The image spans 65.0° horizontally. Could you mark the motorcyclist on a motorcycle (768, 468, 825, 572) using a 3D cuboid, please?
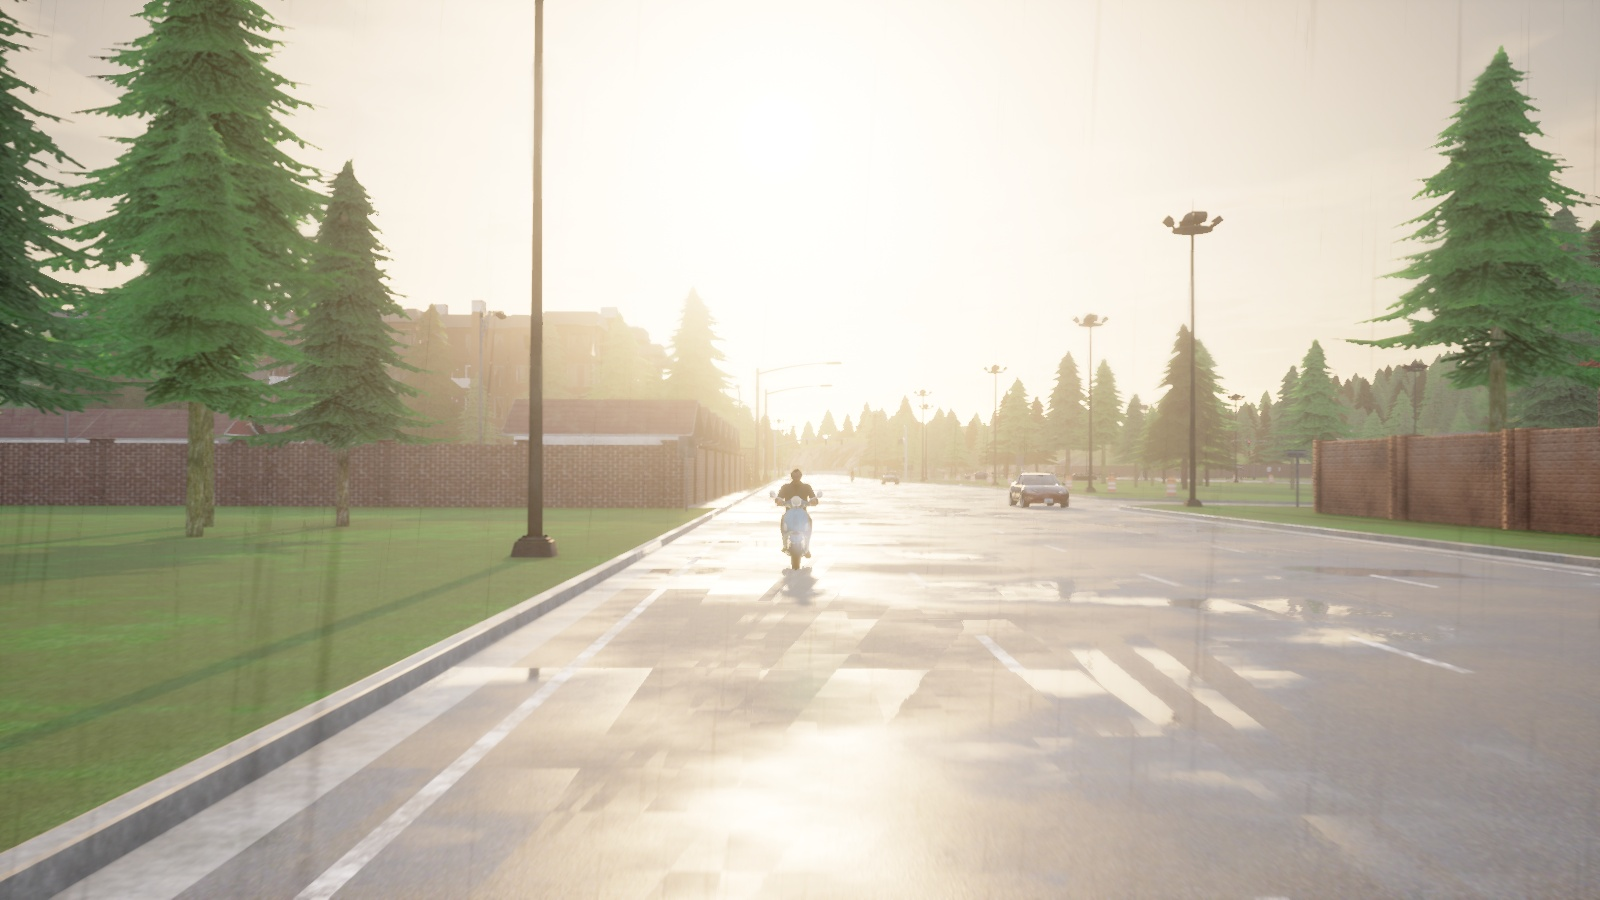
[{"bbox_3d":[-0.054,1.091,20.225,0.866,1.590,1.817,0,-1,0],"label":"motorcyclist on a motorcycle"}]

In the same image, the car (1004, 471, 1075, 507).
[{"bbox_3d":[10.354,1.647,54.665,2.163,1.488,4.792,0,-1,0],"label":"car"}]
